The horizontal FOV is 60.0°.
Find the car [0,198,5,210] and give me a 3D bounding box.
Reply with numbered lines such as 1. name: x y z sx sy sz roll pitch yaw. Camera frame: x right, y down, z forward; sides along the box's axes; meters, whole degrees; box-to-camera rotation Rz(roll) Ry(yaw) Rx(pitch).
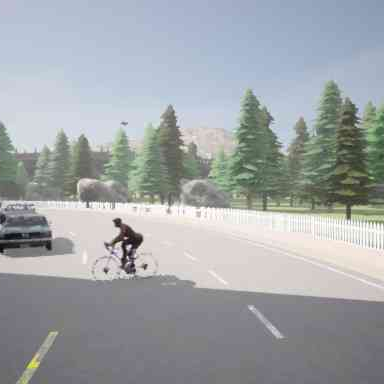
1. car: -25.981 1.478 41.374 5.008 1.535 1.882 0 0 21

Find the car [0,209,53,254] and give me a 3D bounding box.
1. car: -6.828 1.601 13.792 1.895 1.301 4.718 0 0 -25

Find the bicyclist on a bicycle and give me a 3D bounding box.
1. bicyclist on a bicycle: -1.696 1.455 8.409 1.656 1.620 0.582 -2 1 -14

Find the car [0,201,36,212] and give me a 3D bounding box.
1. car: -12.004 1.564 23.184 1.994 1.385 4.181 0 0 -39
